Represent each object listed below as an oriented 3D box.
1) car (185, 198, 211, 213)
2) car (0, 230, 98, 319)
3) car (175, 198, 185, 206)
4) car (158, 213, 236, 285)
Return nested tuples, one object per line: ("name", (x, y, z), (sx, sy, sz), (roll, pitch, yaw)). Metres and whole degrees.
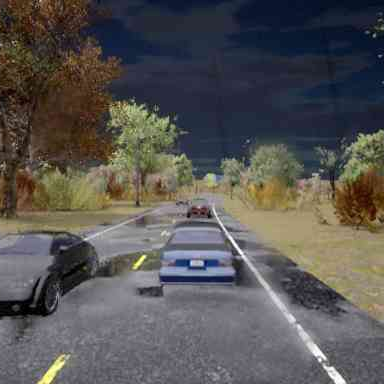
("car", (0.702, 1.395, 31.546), (2.097, 1.767, 4.553), (0, 0, 2))
("car", (-3.555, 1.576, 7.398), (1.994, 1.385, 4.181), (0, 0, 0))
("car", (-1.615, 1.624, 56.482), (1.994, 1.385, 4.181), (0, 0, 4))
("car", (0.153, 1.564, 9.579), (2.033, 1.411, 5.357), (0, 0, 1))
